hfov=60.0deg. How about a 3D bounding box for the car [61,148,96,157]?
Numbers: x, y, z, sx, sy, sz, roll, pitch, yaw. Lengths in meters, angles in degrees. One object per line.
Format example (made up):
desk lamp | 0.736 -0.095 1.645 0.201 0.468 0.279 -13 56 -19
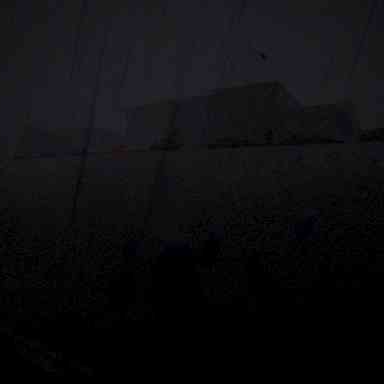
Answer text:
car | -11.002 -3.847 34.551 4.674 1.452 2.002 1 1 33

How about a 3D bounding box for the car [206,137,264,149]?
car | 3.458 -3.536 26.009 4.792 1.488 2.163 1 1 29

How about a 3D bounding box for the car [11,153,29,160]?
car | -20.217 -4.071 40.677 4.892 1.521 2.231 1 1 34

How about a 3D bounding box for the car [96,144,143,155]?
car | -6.290 -3.781 31.623 5.008 1.535 2.097 1 1 32

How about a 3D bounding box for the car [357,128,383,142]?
car | 13.155 -3.354 20.946 4.892 1.521 2.231 1 1 27

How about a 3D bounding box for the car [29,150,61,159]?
car | -15.650 -3.988 37.579 4.892 1.521 2.231 1 1 34

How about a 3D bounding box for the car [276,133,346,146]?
car | 8.323 -3.420 23.403 4.674 1.452 2.002 1 1 28

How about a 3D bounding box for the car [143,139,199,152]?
car | -1.535 -3.800 28.808 4.553 1.767 2.185 1 1 31
